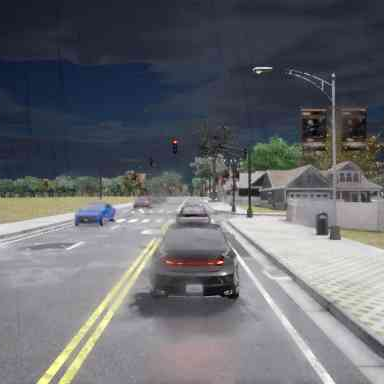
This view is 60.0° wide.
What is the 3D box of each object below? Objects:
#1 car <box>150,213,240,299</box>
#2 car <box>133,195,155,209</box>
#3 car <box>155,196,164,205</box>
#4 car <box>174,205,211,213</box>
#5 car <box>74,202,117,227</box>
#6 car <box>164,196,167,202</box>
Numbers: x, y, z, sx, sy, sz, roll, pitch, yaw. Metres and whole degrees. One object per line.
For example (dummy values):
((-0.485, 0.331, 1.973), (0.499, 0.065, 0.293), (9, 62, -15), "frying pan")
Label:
((0.070, 1.510, 8.476), (1.837, 1.490, 4.892), (0, 0, 1), "car")
((-6.669, 1.360, 45.261), (2.097, 1.767, 4.553), (0, 0, 0), "car")
((-6.664, 1.566, 60.566), (1.994, 1.385, 4.181), (0, 0, 0), "car")
((0.045, 1.501, 18.746), (2.128, 1.511, 4.902), (0, 0, -2), "car")
((-6.637, 1.487, 23.289), (1.882, 1.535, 5.008), (0, 0, 0), "car")
((-6.615, 1.554, 72.832), (1.994, 1.385, 4.181), (0, 0, 0), "car")
